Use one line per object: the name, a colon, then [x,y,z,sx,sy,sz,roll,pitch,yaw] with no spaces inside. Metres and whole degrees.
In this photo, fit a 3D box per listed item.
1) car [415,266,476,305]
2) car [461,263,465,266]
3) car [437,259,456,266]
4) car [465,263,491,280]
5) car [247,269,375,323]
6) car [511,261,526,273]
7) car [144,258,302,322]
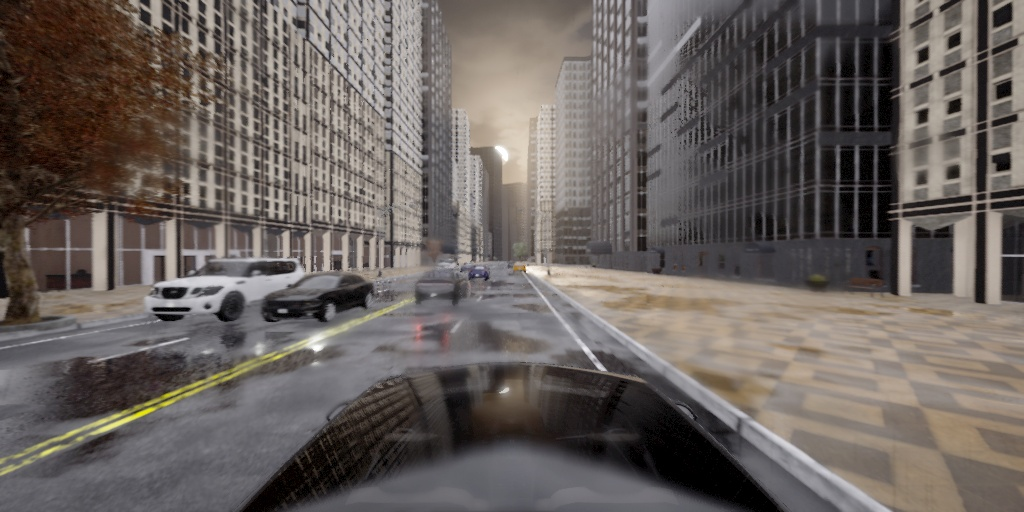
car: [-3.147,1.380,16.813,2.128,1.511,4.902,0,-1,0]
car: [-6.549,1.751,53.301,1.812,1.442,4.674,0,-1,0]
car: [-9.794,1.444,53.633,2.150,2.045,5.566,0,-1,1]
car: [-3.144,1.580,34.807,1.812,1.442,4.674,0,-1,0]
car: [-6.597,1.330,12.819,1.882,1.535,5.008,0,-1,0]
car: [1.147,1.712,54.227,1.882,1.535,5.008,0,-1,0]
car: [-9.848,1.077,13.102,2.150,2.045,5.566,0,-1,0]
